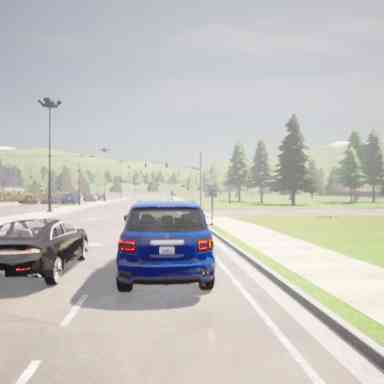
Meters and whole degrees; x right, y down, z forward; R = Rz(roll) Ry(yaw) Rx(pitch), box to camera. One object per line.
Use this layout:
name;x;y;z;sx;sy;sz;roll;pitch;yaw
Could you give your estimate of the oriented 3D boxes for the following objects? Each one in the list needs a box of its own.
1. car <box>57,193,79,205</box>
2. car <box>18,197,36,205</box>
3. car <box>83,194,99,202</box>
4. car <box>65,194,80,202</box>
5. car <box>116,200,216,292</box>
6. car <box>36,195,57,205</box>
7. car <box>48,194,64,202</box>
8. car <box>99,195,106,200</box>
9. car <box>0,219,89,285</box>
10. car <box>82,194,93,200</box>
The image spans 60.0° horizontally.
car;-21.687;1.216;59.389;2.150;2.045;5.566;0;0;-5
car;-28.599;1.594;58.195;1.895;1.301;4.718;0;0;-5
car;-23.018;1.517;74.669;2.128;1.511;4.902;0;0;-5
car;-26.441;1.347;73.660;2.097;1.767;4.553;0;0;-5
car;-0.725;1.221;9.125;2.150;2.045;5.566;0;0;-5
car;-25.148;1.345;58.815;2.097;1.767;4.553;0;0;-5
car;-29.922;1.347;73.296;2.097;1.767;4.553;0;0;-5
car;-24.374;1.440;89.645;1.812;1.442;4.674;0;0;-5
car;-4.260;1.490;9.357;2.128;1.511;4.902;0;0;-5
car;-27.810;1.429;88.780;1.837;1.490;4.892;0;0;-5
